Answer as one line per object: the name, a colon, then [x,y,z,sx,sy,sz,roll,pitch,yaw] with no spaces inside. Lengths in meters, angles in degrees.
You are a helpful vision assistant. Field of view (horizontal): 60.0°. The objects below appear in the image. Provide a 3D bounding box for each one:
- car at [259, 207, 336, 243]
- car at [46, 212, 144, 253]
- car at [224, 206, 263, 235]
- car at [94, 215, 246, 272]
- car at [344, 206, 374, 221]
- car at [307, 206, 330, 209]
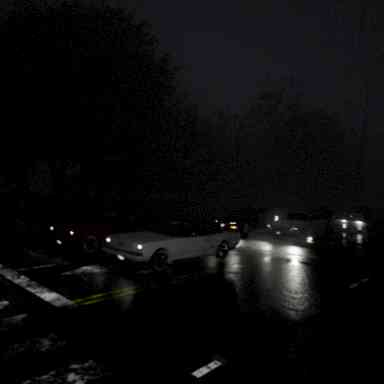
car: [5.714,1.743,17.569,1.812,1.442,4.674,3,0,43]
car: [-3.002,1.446,12.884,1.895,1.301,4.718,3,0,43]
car: [3.297,1.611,19.735,1.837,1.490,4.892,3,0,43]
car: [-0.479,1.560,10.816,1.895,1.301,4.718,3,0,42]
car: [17.824,2.231,35.469,1.812,1.442,4.674,3,0,45]
car: [10.083,1.878,27.116,2.128,1.511,4.902,3,0,43]
